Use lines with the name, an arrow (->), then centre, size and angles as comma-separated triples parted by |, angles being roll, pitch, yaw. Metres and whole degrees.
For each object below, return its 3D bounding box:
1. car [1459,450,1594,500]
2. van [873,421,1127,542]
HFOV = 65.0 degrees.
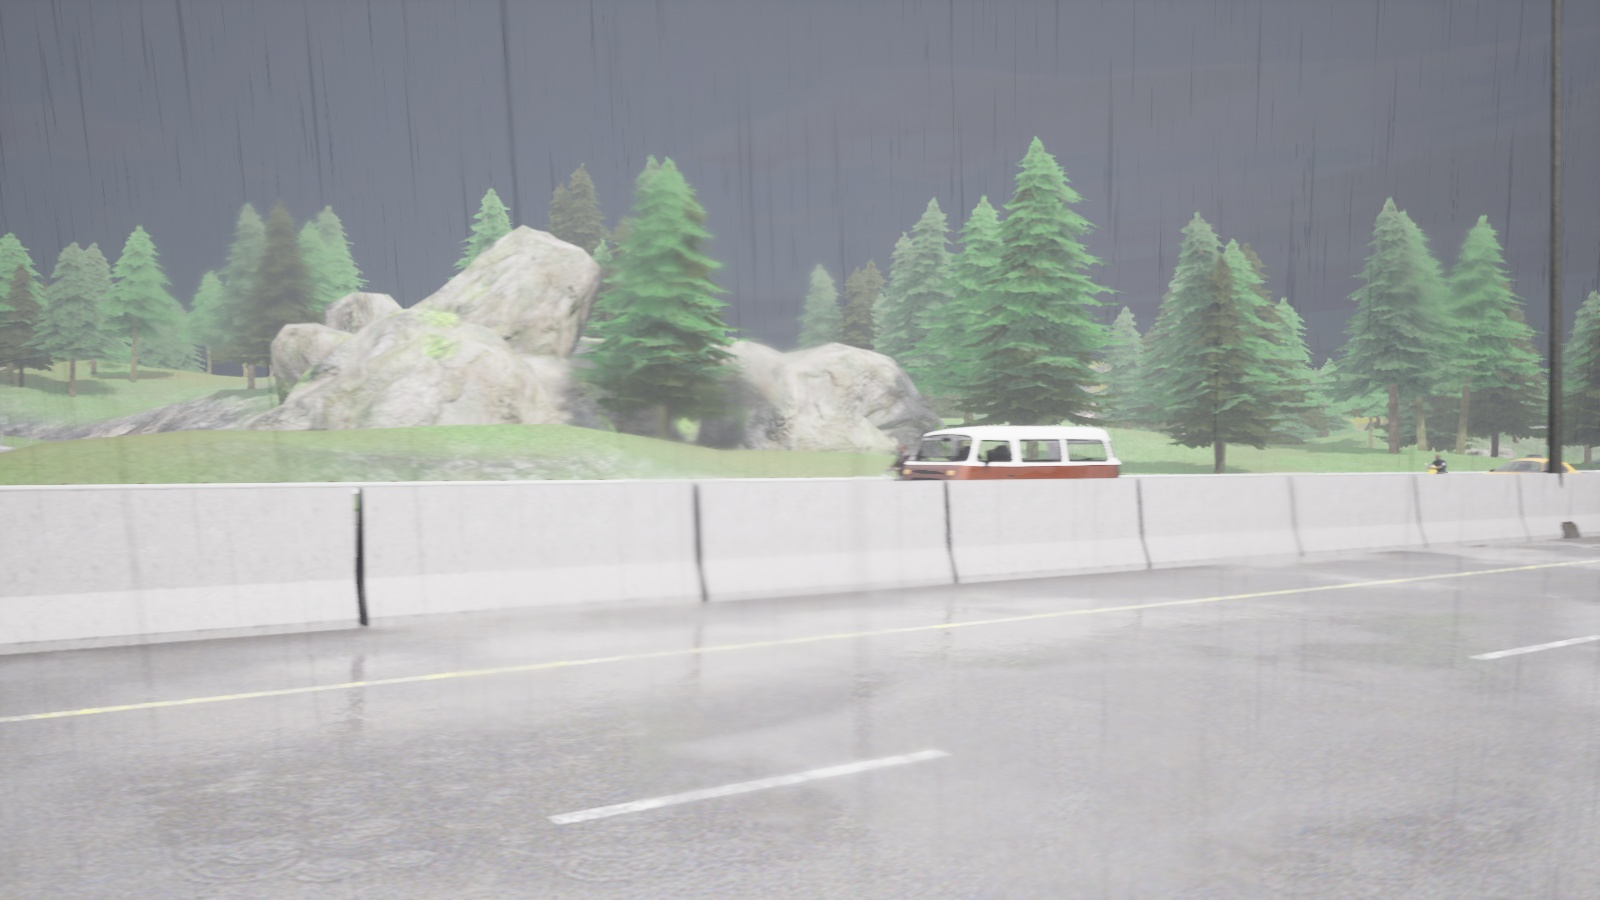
car -> 24.264, 0.798, 41.868 | 5.366, 1.575, 1.801 | 0, 0, -35
van -> 3.758, 0.541, 23.332 | 4.480, 2.038, 2.069 | 0, 0, -35
